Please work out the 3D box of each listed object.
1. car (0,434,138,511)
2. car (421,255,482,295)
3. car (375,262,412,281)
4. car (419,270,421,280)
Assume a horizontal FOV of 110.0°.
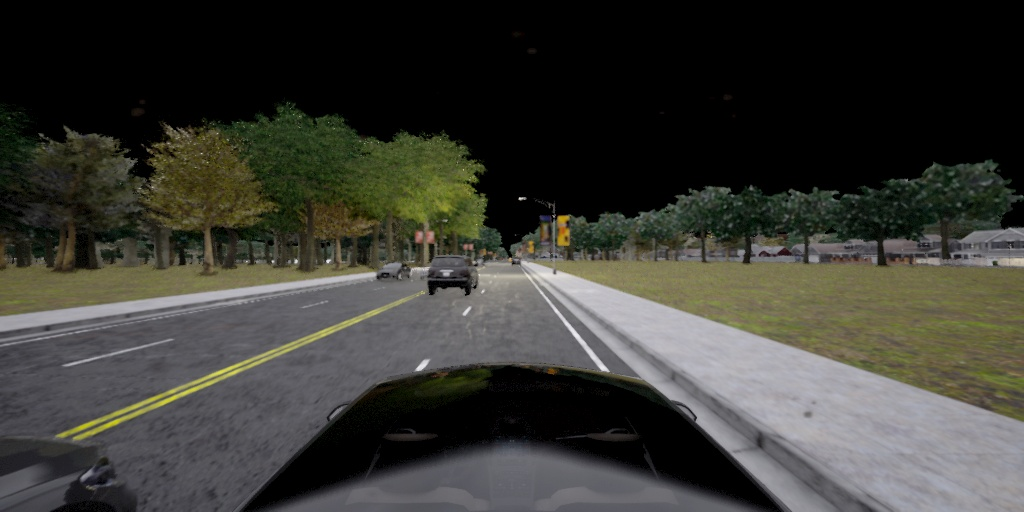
[{"bbox_3d":[-3.150,1.276,0.139,1.812,1.442,4.674,0,0,0],"label":"car"},{"bbox_3d":[-3.157,0.975,19.952,2.150,2.045,5.566,0,0,0],"label":"car"},{"bbox_3d":[-9.856,1.263,30.270,1.837,1.490,4.892,0,0,0],"label":"car"},{"bbox_3d":[-6.609,1.359,31.051,1.895,1.301,4.718,0,0,0],"label":"car"}]
